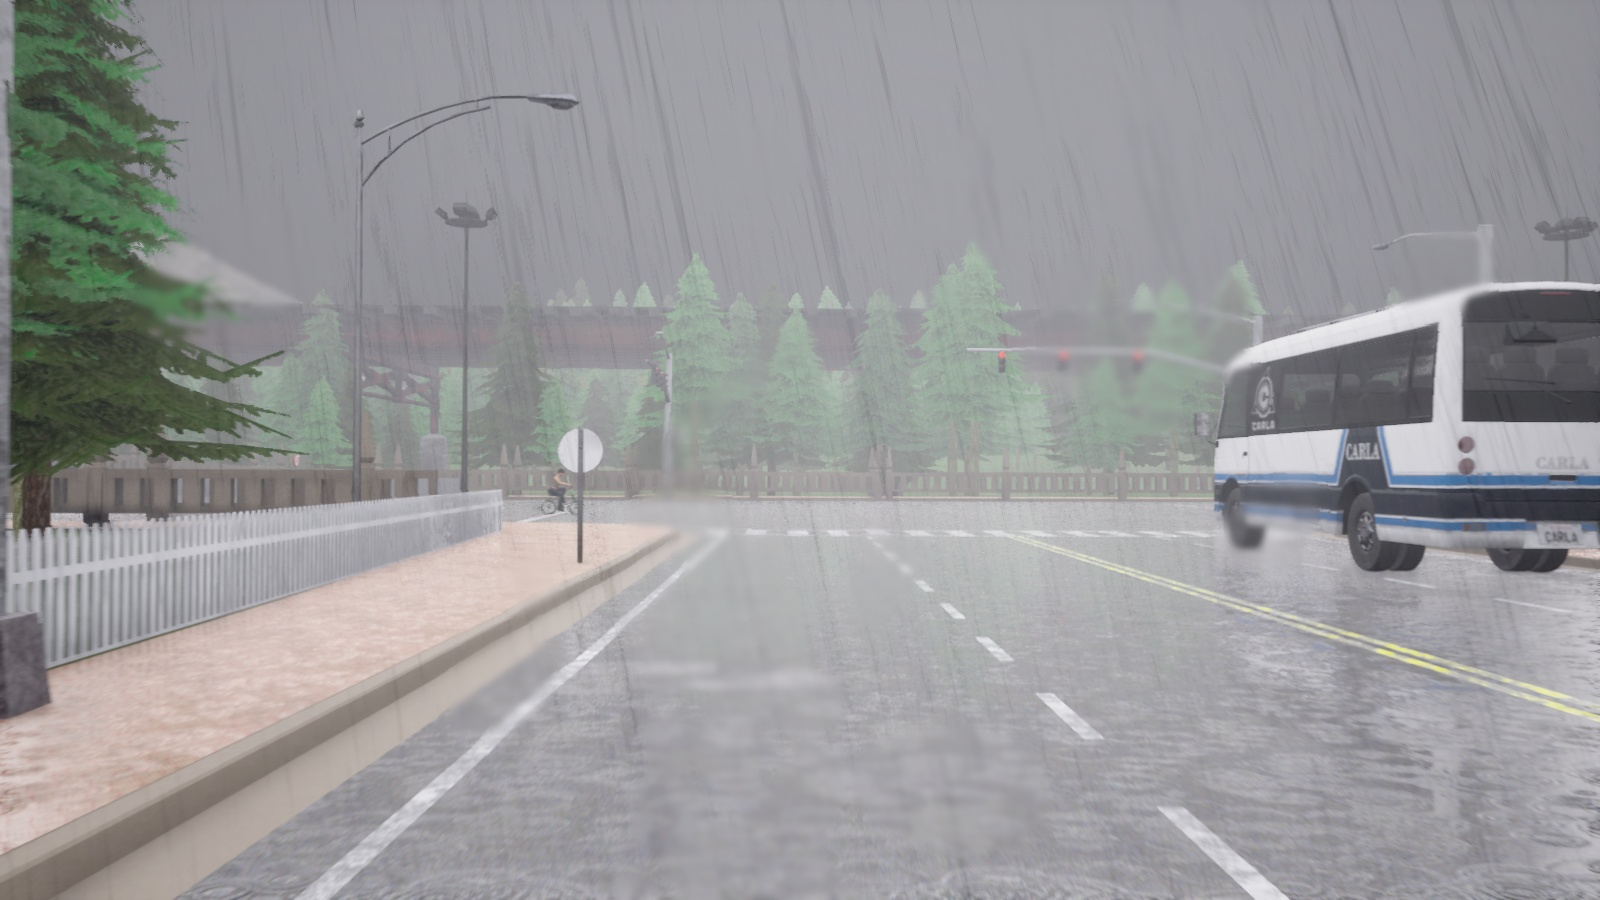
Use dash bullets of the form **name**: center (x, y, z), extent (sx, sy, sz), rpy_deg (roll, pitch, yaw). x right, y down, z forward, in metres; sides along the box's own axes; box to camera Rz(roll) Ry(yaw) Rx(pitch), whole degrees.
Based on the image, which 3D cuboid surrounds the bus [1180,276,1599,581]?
- **bus**: center (10.437, -0.223, 22.711), extent (3.944, 4.253, 10.273), rpy_deg (0, -1, 0)

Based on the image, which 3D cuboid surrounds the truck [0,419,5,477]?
- **truck**: center (-38.260, 0.084, 52.465), extent (7.936, 3.462, 2.891), rpy_deg (4, -1, -2)

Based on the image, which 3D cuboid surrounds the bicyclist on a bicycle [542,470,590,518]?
- **bicyclist on a bicycle**: center (-7.985, 1.501, 42.897), extent (1.509, 1.612, 0.866), rpy_deg (0, -1, -2)
